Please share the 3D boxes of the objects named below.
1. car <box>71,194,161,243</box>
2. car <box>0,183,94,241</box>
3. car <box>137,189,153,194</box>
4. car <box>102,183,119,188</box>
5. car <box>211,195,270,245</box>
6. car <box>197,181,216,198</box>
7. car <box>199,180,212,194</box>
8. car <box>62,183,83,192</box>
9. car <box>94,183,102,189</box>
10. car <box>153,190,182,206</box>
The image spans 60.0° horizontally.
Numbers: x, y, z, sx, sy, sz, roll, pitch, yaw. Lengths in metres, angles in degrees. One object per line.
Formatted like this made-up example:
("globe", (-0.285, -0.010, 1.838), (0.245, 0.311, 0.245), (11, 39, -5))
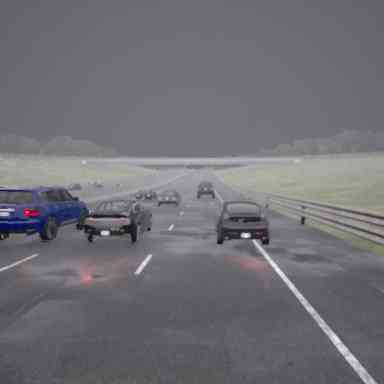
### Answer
("car", (-2.779, 1.063, 13.459), (2.128, 1.511, 4.902), (0, 2, 2))
("car", (-6.258, 0.778, 14.037), (2.150, 2.045, 5.566), (0, 2, 2))
("car", (-5.267, 0.328, 38.868), (1.895, 1.301, 4.718), (0, 2, 2))
("car", (-14.931, -0.909, 62.973), (1.812, 1.442, 4.674), (0, 3, 3))
("car", (1.838, 1.082, 13.158), (1.837, 1.490, 4.892), (0, 2, 2))
("car", (1.893, -0.274, 43.626), (2.150, 2.045, 5.566), (0, 1, 4))
("car", (2.351, -0.904, 56.769), (2.150, 2.045, 5.566), (0, 3, 2))
("car", (-22.005, -0.853, 61.371), (1.882, 1.535, 5.008), (0, 3, 3))
("car", (-18.429, -0.937, 63.068), (2.128, 1.511, 4.902), (0, 3, 3))
("car", (-2.062, 0.554, 31.407), (2.033, 1.411, 5.357), (0, 2, 2))
